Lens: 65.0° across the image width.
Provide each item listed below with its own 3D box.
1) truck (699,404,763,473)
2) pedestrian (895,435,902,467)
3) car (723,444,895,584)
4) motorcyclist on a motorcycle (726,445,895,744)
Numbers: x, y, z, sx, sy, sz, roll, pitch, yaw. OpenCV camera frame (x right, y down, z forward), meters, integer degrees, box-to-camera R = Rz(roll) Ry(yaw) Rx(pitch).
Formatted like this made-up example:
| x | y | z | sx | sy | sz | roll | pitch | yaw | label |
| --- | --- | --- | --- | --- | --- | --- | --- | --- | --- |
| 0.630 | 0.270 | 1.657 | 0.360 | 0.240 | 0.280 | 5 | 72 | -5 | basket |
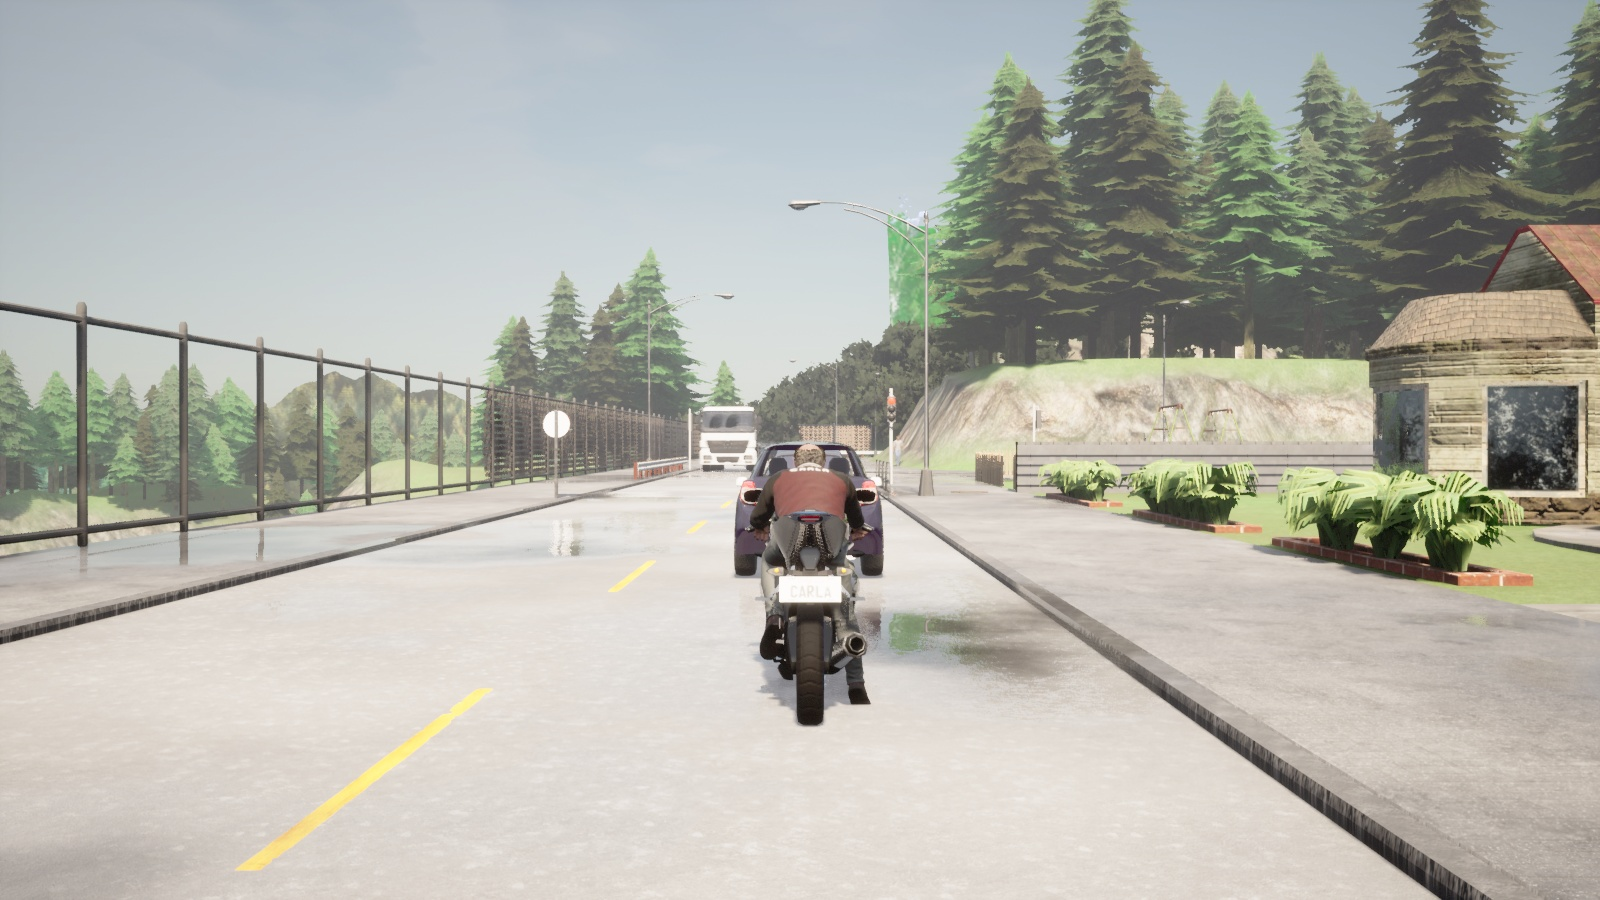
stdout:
| x | y | z | sx | sy | sz | roll | pitch | yaw | label |
| --- | --- | --- | --- | --- | --- | --- | --- | --- | --- |
| -3.603 | -0.617 | 67.139 | 2.891 | 3.462 | 7.936 | 0 | 0 | 1 | truck |
| 5.730 | 0.047 | 73.341 | 0.354 | 1.836 | 0.706 | 0 | 0 | 0 | pedestrian |
| 0.104 | 0.674 | 15.286 | 1.845 | 1.501 | 3.633 | 0 | 0 | 0 | car |
| 0.058 | 0.739 | 7.540 | 0.866 | 1.530 | 2.191 | 0 | 0 | 0 | motorcyclist on a motorcycle |
